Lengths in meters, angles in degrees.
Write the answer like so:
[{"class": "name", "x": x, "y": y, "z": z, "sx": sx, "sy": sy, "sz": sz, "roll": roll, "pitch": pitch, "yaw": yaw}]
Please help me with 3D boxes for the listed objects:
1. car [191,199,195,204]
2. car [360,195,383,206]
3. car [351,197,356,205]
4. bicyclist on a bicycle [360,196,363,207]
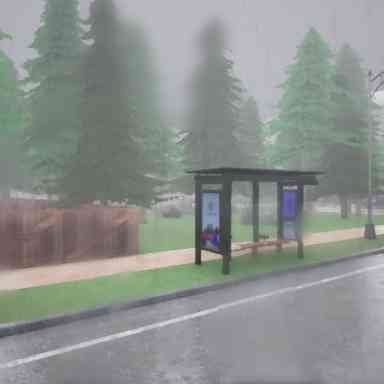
[{"class": "car", "x": -0.264, "y": 1.311, "z": 64.898, "sx": 2.150, "sy": 2.045, "sz": 5.566, "roll": 0, "pitch": 0, "yaw": -43}, {"class": "car", "x": 27.598, "y": 1.158, "z": 49.987, "sx": 4.605, "sy": 1.855, "sz": 1.932, "roll": 0, "pitch": 0, "yaw": -37}, {"class": "car", "x": 25.780, "y": 1.159, "z": 51.767, "sx": 3.866, "sy": 1.878, "sz": 1.905, "roll": 0, "pitch": 0, "yaw": -37}, {"class": "bicyclist on a bicycle", "x": 23.436, "y": 1.264, "z": 46.449, "sx": 1.656, "sy": 1.620, "sz": 0.582, "roll": 0, "pitch": 0, "yaw": -37}]
